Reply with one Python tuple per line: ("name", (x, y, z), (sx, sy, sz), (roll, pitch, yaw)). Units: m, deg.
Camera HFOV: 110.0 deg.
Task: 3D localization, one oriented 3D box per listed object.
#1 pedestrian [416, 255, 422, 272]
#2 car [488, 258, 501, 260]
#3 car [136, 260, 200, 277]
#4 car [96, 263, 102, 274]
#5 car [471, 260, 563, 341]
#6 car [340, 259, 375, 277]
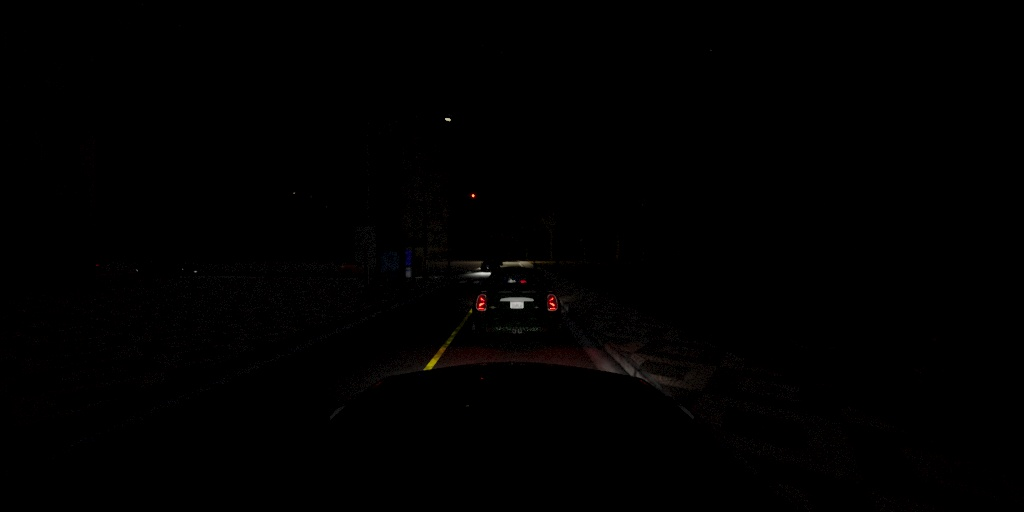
("pedestrian", (-9.965, 0.800, 38.171), (0.375, 1.860, 0.375), (0, 0, 2))
("car", (-2.949, 1.195, 46.214), (2.128, 1.511, 4.902), (0, 0, 0))
("car", (-31.141, 1.145, 32.545), (4.902, 1.511, 2.128), (0, 1, 2))
("car", (-44.294, 1.092, 36.064), (4.892, 1.490, 1.837), (0, 1, 2))
("car", (0.117, 1.099, 10.016), (2.097, 1.767, 4.553), (0, 0, 0))
("car", (-12.748, 1.057, 32.097), (4.553, 1.767, 2.097), (0, 0, -1))
